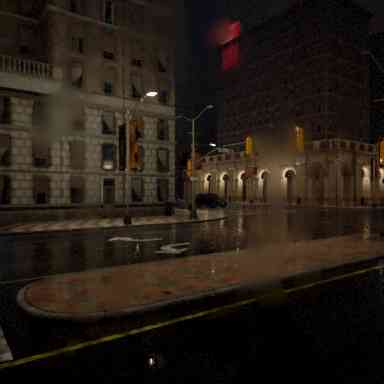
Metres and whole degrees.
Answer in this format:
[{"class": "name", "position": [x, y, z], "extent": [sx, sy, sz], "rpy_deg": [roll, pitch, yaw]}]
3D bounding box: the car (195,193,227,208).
[{"class": "car", "position": [2.670, 1.221, 48.161], "extent": [2.150, 2.045, 5.566], "rpy_deg": [0, 0, -35]}]

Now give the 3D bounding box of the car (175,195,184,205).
[{"class": "car", "position": [-3.878, 1.353, 57.439], "extent": [2.097, 1.767, 4.553], "rpy_deg": [0, 0, -35]}]
